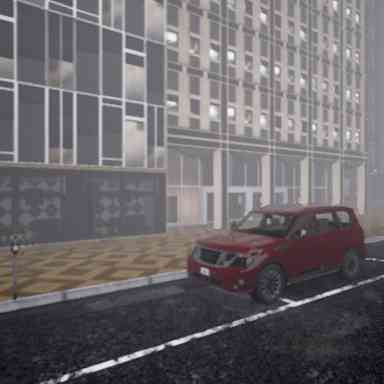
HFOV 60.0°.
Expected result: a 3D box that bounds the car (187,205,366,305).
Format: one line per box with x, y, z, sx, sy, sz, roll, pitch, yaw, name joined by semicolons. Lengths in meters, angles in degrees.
2.311;1.275;8.205;5.009;1.841;2.192;0;1;-36;car
